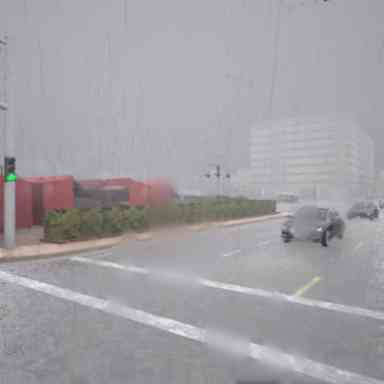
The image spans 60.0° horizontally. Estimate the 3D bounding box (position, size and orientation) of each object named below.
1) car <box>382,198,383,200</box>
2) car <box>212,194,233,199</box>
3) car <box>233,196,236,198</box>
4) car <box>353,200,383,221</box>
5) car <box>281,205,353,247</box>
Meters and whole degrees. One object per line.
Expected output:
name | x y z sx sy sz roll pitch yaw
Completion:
car | 25.263 1.539 42.960 1.812 1.442 4.674 0 0 35
car | 4.070 1.248 56.775 4.605 1.855 1.932 0 0 35
car | 7.269 1.495 61.345 3.806 1.475 1.970 0 0 35
car | 13.916 1.530 26.987 2.033 1.411 5.357 0 0 35
car | 5.590 1.463 15.146 2.128 1.511 4.902 0 0 35
